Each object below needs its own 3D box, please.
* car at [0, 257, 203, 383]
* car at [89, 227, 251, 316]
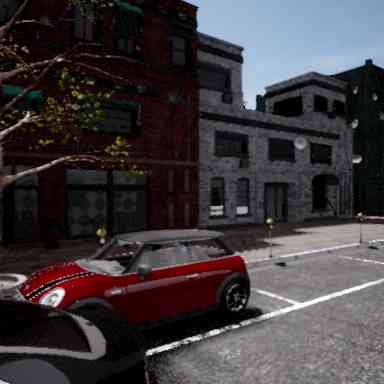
[{"bbox_3d":[-2.473,1.500,1.603,4.892,1.490,1.837,0,0,-35],"label":"car"},{"bbox_3d":[-0.924,1.452,5.906,4.097,1.590,1.967,0,-1,-35],"label":"car"}]
